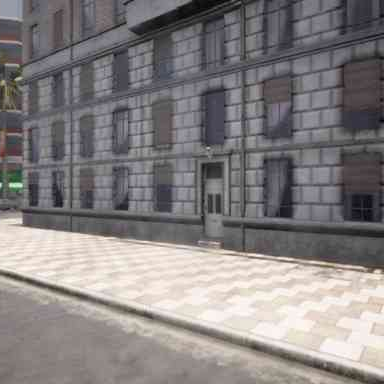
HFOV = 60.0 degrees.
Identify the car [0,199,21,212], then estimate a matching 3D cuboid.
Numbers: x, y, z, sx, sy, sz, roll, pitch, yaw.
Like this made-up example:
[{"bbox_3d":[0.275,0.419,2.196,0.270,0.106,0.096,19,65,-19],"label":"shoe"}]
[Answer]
[{"bbox_3d":[-21.055,1.492,35.695,2.128,1.511,4.902,0,0,36],"label":"car"}]
